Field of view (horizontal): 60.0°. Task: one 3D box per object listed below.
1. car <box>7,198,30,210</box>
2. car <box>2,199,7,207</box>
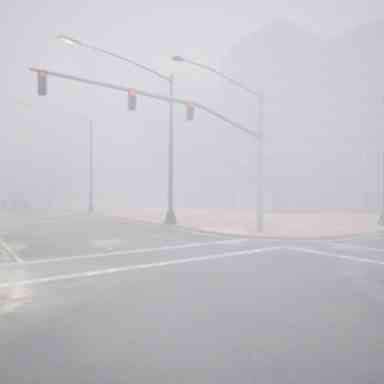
[{"bbox_3d":[-22.897,1.541,44.410,2.128,1.511,4.902,0,0,-35],"label":"car"},{"bbox_3d":[-28.853,1.650,52.786,1.895,1.301,4.718,0,0,-35],"label":"car"}]
